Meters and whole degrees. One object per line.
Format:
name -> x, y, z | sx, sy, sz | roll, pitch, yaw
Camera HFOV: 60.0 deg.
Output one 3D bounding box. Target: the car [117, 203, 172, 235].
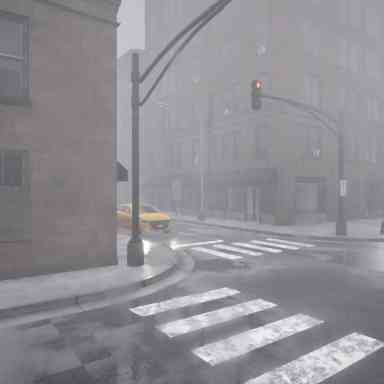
car -> -2.948, 1.382, 18.381 | 1.882, 1.535, 5.008 | 0, 0, -34
